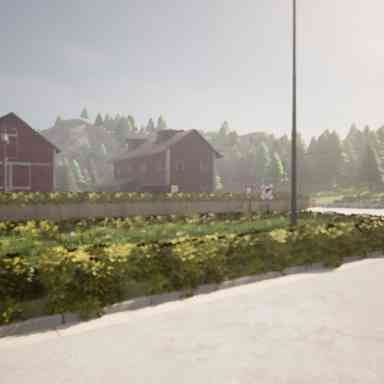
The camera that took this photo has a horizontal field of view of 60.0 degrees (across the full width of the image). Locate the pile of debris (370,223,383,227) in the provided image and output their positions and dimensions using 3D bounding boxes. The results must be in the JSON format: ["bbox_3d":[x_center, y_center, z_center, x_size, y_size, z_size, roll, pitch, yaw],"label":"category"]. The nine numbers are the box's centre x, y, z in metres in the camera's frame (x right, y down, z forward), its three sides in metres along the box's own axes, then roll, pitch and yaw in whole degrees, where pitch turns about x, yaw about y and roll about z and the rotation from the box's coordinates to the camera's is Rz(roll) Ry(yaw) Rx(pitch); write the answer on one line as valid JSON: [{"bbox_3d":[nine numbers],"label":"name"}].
[{"bbox_3d":[13.406,2.291,22.548,1.500,0.140,1.860,0,0,-35],"label":"pile of debris"}]

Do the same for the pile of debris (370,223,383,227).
[{"bbox_3d":[13.406,2.291,22.548,1.500,0.140,1.860,0,0,-35],"label":"pile of debris"}]
